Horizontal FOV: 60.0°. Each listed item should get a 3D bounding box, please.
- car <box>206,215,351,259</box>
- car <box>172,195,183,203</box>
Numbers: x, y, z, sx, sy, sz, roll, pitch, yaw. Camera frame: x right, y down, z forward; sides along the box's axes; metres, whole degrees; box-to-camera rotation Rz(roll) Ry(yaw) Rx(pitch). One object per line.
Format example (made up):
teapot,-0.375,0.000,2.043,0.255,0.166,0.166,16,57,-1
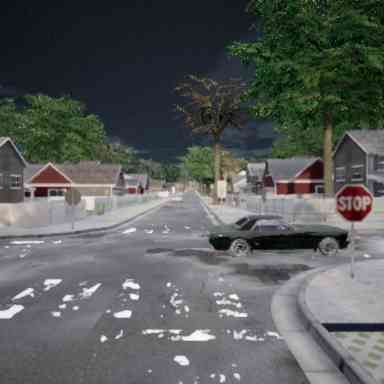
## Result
car,2.880,1.473,11.583,4.718,1.301,1.895,-1,0,0
car,-2.635,1.253,60.923,1.895,1.301,4.718,0,0,0
